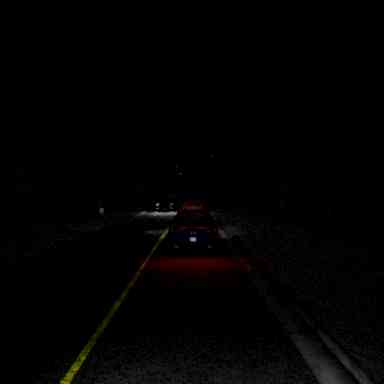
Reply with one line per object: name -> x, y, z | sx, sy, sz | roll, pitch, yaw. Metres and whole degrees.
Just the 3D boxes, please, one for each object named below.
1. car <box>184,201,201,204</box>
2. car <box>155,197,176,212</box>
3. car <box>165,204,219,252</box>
car -> 0.072, 1.489, 29.001 | 1.882, 1.535, 5.008 | 0, 0, 1
car -> -3.021, 1.367, 38.763 | 2.097, 1.767, 4.553 | 0, 0, 1
car -> 0.064, 1.483, 14.045 | 1.882, 1.535, 5.008 | 0, 0, 1
